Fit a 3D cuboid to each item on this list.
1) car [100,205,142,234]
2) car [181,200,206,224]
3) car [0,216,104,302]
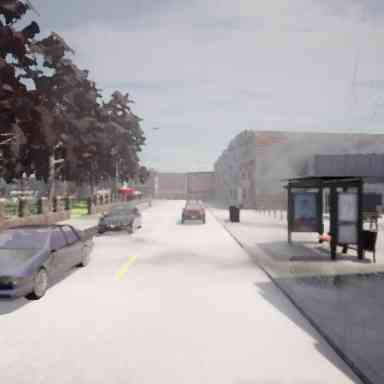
[{"bbox_3d":[-4.061,1.531,19.427,1.837,1.490,4.892,0,0,0],"label":"car"},{"bbox_3d":[0.122,1.559,25.255,1.812,1.442,4.674,0,0,0],"label":"car"},{"bbox_3d":[-4.094,1.559,8.707,2.033,1.411,5.357,0,0,0],"label":"car"}]
